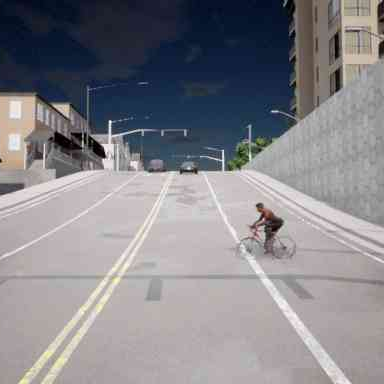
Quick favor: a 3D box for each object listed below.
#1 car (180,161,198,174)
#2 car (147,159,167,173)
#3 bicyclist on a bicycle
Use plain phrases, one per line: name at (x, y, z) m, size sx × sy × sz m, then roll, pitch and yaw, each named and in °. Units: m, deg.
car at (-0.355, -2.808, 37.305) m, size 1.994 × 1.385 × 4.181 m, roll 0°, pitch 7°, yaw 0°
car at (-4.015, -3.034, 38.525) m, size 1.837 × 1.490 × 4.892 m, roll 0°, pitch 7°, yaw 0°
bicyclist on a bicycle at (2.049, 1.106, 9.177) m, size 1.656 × 1.620 × 0.582 m, roll -2°, pitch 4°, yaw 0°
